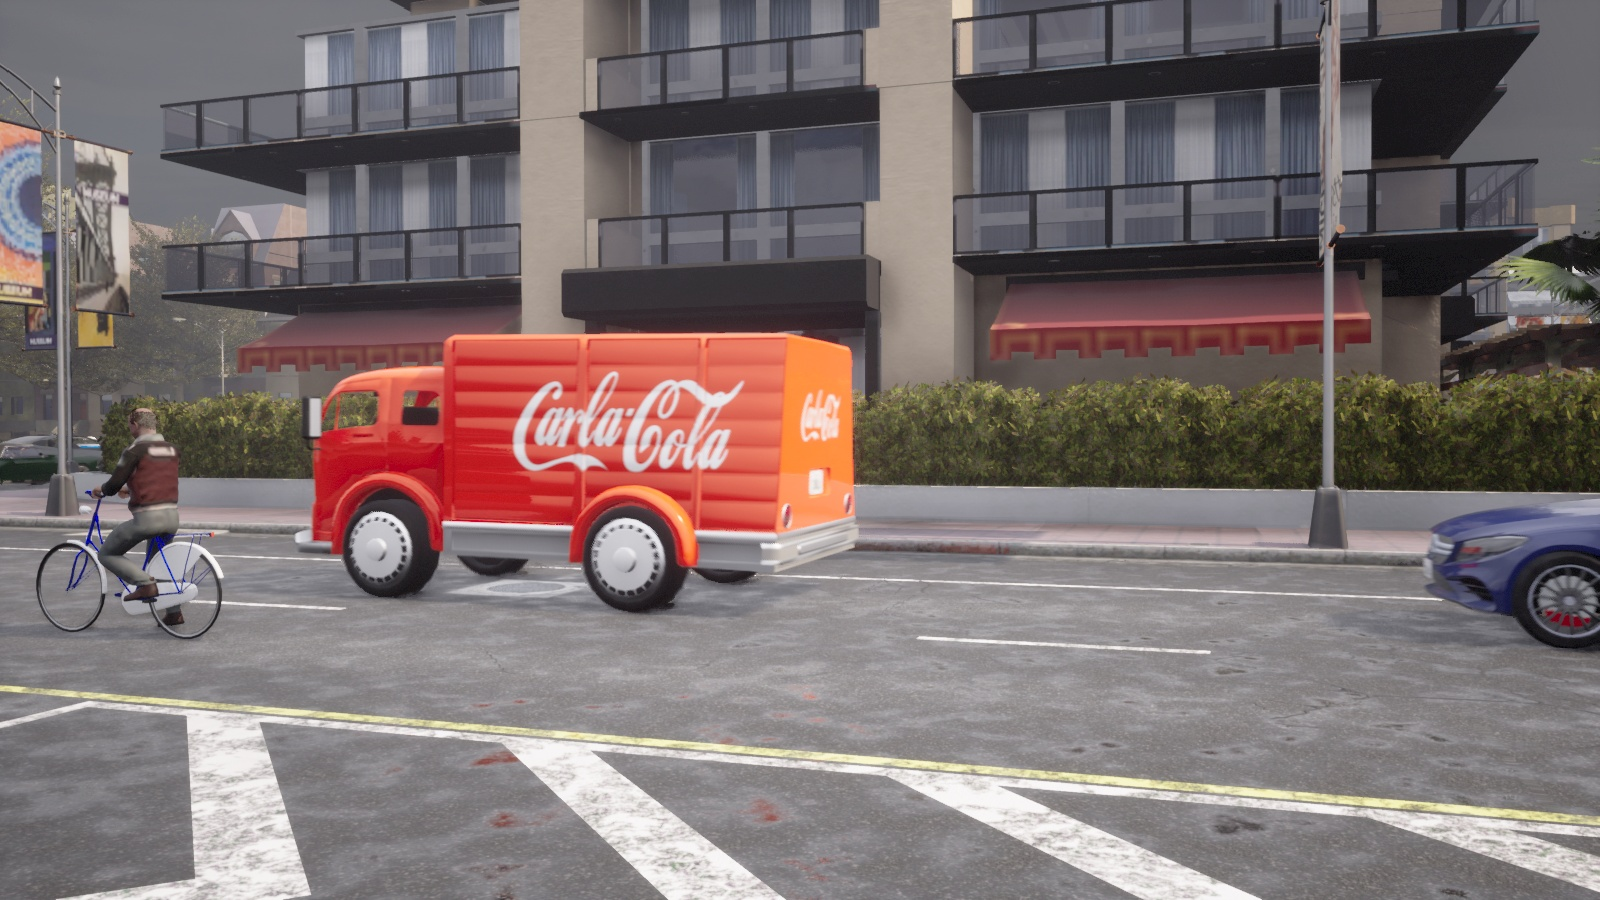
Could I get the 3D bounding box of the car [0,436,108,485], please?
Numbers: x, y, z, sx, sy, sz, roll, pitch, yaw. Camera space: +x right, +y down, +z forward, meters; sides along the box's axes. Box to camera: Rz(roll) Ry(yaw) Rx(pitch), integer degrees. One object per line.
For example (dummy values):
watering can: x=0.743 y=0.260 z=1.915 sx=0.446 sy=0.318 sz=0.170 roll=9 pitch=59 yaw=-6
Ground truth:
car: x=-22.353 y=0.273 z=35.627 sx=1.895 sy=1.301 sz=4.718 roll=1 pitch=1 yaw=18

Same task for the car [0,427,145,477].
car: x=-24.159 y=0.021 z=41.313 sx=2.007 sy=1.525 sz=4.514 roll=1 pitch=1 yaw=18

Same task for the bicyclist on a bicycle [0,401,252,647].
bicyclist on a bicycle: x=-5.205 y=0.522 z=9.661 sx=1.843 sy=1.776 sz=0.659 roll=1 pitch=1 yaw=19

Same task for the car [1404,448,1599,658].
car: x=7.134 y=0.732 z=9.205 sx=4.674 sy=1.442 sz=1.812 roll=0 pitch=1 yaw=18

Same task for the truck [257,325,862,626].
truck: x=-2.277 y=0.133 z=12.362 sx=5.204 sy=2.467 sz=2.627 roll=1 pitch=1 yaw=19
